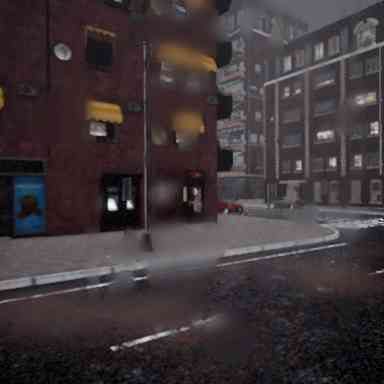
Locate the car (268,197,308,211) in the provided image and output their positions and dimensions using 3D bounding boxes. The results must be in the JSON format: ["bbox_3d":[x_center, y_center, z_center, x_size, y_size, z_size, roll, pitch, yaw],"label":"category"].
[{"bbox_3d":[9.914,1.169,34.641,2.008,1.369,4.403,0,1,-36],"label":"car"}]

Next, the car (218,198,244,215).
[{"bbox_3d":[2.758,1.249,30.156,1.887,1.381,4.507,0,1,-36],"label":"car"}]
